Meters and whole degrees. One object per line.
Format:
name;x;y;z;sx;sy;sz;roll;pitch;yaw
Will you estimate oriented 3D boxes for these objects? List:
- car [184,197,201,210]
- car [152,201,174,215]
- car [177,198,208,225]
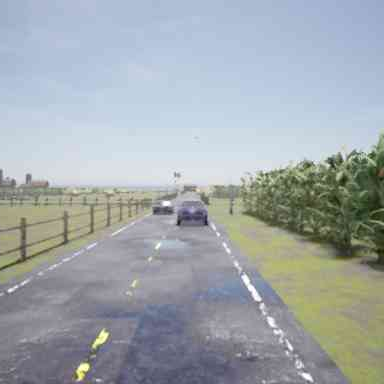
car;0.077;1.453;42.794;2.033;1.411;5.357;0;0;0
car;-2.800;1.531;33.049;1.895;1.301;4.718;0;0;1
car;0.039;1.302;23.868;2.097;1.767;4.553;0;0;0
